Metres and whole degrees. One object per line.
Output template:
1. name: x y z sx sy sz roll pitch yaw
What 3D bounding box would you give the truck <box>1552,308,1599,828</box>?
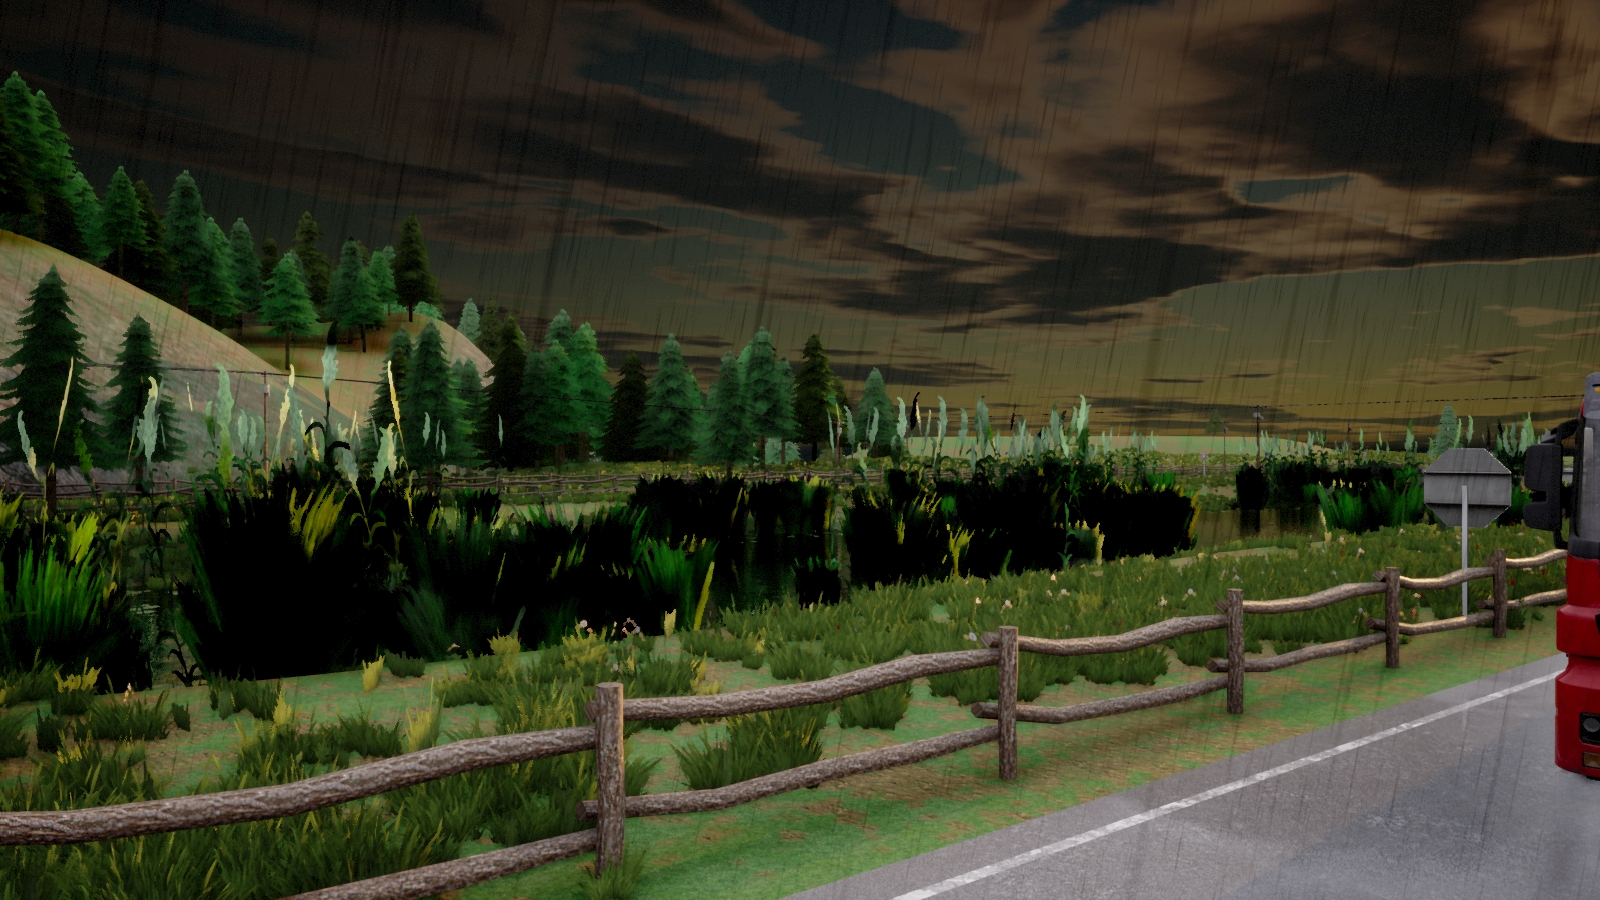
1. truck: 9.469 0.862 10.932 2.891 3.827 8.468 0 0 40

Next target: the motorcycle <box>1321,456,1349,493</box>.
1. motorcycle: 34.880 1.577 74.489 2.033 2.348 0.803 0 0 -39
